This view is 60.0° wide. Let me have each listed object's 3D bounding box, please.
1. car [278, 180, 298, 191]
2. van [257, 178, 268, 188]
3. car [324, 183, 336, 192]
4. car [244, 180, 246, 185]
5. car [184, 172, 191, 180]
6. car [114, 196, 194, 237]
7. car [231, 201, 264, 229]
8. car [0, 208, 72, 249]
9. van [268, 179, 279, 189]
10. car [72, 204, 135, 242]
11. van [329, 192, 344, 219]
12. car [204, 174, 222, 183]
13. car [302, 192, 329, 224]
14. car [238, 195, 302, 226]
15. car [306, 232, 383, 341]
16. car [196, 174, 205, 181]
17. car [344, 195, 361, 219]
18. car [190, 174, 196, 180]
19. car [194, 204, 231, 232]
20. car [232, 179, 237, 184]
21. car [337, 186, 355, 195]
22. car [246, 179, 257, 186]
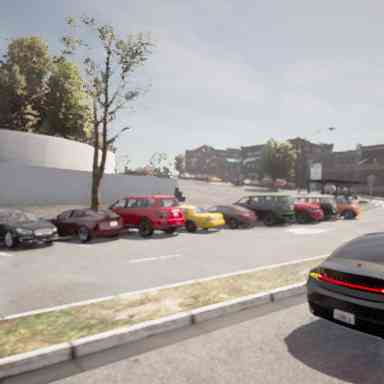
[{"bbox_3d":[19.818,-1.112,66.760,2.231,1.521,4.892,7,3,35],"label":"car"},{"bbox_3d":[16.330,-1.884,71.595,1.878,1.987,4.442,7,4,35],"label":"van"},{"bbox_3d":[25.026,-0.546,59.373,2.435,2.045,5.566,7,3,35],"label":"car"},{"bbox_3d":[12.927,-2.163,76.648,2.002,1.452,4.674,7,4,35],"label":"car"},{"bbox_3d":[0.709,-4.204,93.819,2.185,1.767,4.553,4,1,33],"label":"car"},{"bbox_3d":[-3.007,1.231,18.086,5.566,2.045,2.435,-1,0,35],"label":"car"},{"bbox_3d":[1.922,1.519,21.539,4.674,1.452,2.002,-1,0,35],"label":"car"},{"bbox_3d":[-7.873,1.490,14.597,4.892,1.521,2.231,-1,-1,35],"label":"car"},{"bbox_3d":[18.058,-1.610,69.123,1.878,1.987,4.442,7,4,35],"label":"van"},{"bbox_3d":[-5.452,1.514,16.343,4.792,1.488,2.163,-1,0,35],"label":"car"},{"bbox_3d":[9.404,1.247,26.667,4.442,1.987,1.878,-1,-1,35],"label":"van"},{"bbox_3d":[6.082,-3.296,86.622,1.946,1.575,5.366,7,3,34],"label":"car"},{"bbox_3d":[6.864,1.224,24.999,5.566,2.045,2.435,-1,-1,35],"label":"car"},{"bbox_3d":[4.350,1.226,23.295,5.566,2.045,2.435,-1,-1,35],"label":"car"},{"bbox_3d":[4.090,1.495,6.044,4.892,1.490,1.837,0,0,-35],"label":"car"},{"bbox_3d":[4.231,-3.818,88.882,2.435,2.045,5.566,7,4,34],"label":"car"},{"bbox_3d":[11.814,1.346,28.417,4.553,1.767,2.185,-1,-1,35],"label":"car"},{"bbox_3d":[2.438,-3.969,91.349,2.185,1.767,4.553,6,3,34],"label":"car"},{"bbox_3d":[-0.685,1.480,19.913,5.366,1.575,1.946,-1,0,35],"label":"car"},{"bbox_3d":[11.185,-2.437,79.110,2.002,1.452,4.674,7,3,35],"label":"car"},{"bbox_3d":[26.716,0.016,56.900,2.002,1.452,4.674,7,3,35],"label":"car"},{"bbox_3d":[14.757,-1.932,74.327,1.946,1.575,5.366,7,3,35],"label":"car"}]
